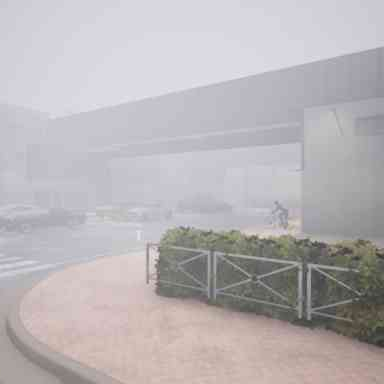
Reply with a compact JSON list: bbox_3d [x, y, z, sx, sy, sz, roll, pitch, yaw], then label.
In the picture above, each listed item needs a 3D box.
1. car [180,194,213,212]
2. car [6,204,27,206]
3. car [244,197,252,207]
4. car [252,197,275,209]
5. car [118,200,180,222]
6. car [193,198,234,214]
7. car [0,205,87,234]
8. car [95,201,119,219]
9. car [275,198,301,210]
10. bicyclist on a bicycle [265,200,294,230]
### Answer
[{"bbox_3d":[0.520,1.218,38.325,2.150,2.045,5.566,0,0,36],"label":"car"},{"bbox_3d":[-11.540,1.523,21.462,1.812,1.442,4.674,0,0,37],"label":"car"},{"bbox_3d":[9.666,1.526,51.015,2.128,1.511,4.902,0,0,35],"label":"car"},{"bbox_3d":[10.481,1.562,46.177,1.994,1.385,4.181,0,0,36],"label":"car"},{"bbox_3d":[-3.348,1.524,26.864,1.812,1.442,4.674,0,0,36],"label":"car"},{"bbox_3d":[2.484,1.599,35.055,1.895,1.301,4.718,0,0,36],"label":"car"},{"bbox_3d":[-8.655,1.599,19.408,1.895,1.301,4.718,0,0,35],"label":"car"},{"bbox_3d":[-6.094,1.475,29.042,1.882,1.535,5.008,0,0,35],"label":"car"},{"bbox_3d":[12.943,1.524,43.452,1.812,1.442,4.674,0,0,36],"label":"car"},{"bbox_3d":[4.861,1.303,18.595,1.656,1.620,0.582,0,0,35],"label":"bicyclist on a bicycle"}]
